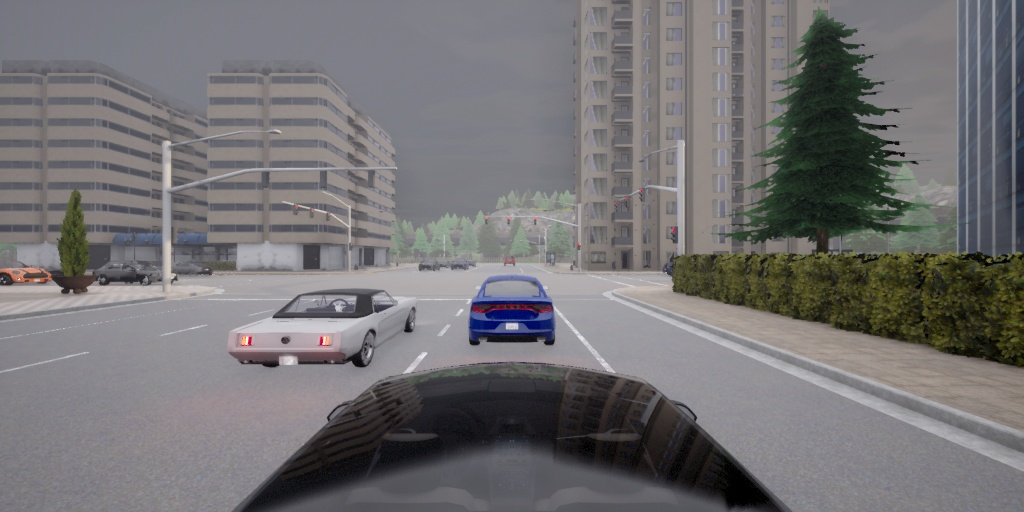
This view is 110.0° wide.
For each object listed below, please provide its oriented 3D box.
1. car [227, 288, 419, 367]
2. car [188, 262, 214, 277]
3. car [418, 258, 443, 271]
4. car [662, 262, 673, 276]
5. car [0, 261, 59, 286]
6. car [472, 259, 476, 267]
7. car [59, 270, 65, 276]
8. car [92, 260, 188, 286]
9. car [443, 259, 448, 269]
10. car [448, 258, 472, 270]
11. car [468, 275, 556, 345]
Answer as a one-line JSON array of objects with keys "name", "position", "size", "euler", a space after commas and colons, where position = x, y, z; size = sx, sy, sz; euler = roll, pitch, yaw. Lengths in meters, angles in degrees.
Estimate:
[{"name": "car", "position": [-3.496, 1.351, 7.841], "size": [1.895, 1.301, 4.718], "euler": [0, 0, 0]}, {"name": "car", "position": [-32.219, 1.314, 35.525], "size": [4.181, 1.385, 1.994], "euler": [0, 0, 0]}, {"name": "car", "position": [-11.010, 1.102, 47.918], "size": [2.097, 1.767, 4.553], "euler": [0, 0, 0]}, {"name": "car", "position": [17.894, 0.971, 35.453], "size": [5.566, 2.045, 2.150], "euler": [0, 0, 0]}, {"name": "car", "position": [-35.097, 1.102, 24.810], "size": [4.553, 1.767, 2.097], "euler": [0, 0, 0]}, {"name": "car", "position": [-7.615, 1.297, 64.766], "size": [2.033, 1.411, 5.357], "euler": [0, 0, 0]}, {"name": "car", "position": [-38.613, 1.351, 28.318], "size": [4.718, 1.301, 1.895], "euler": [0, 0, 0]}, {"name": "car", "position": [-25.946, 1.241, 24.780], "size": [4.902, 1.511, 2.128], "euler": [0, 0, 1]}, {"name": "car", "position": [-11.082, 1.254, 57.294], "size": [1.837, 1.490, 4.892], "euler": [0, 0, 0]}, {"name": "car", "position": [-7.544, 1.102, 52.136], "size": [2.097, 1.767, 4.553], "euler": [0, 0, 0]}, {"name": "car", "position": [-0.004, 1.228, 9.507], "size": [1.882, 1.535, 5.008], "euler": [0, 0, 0]}]
